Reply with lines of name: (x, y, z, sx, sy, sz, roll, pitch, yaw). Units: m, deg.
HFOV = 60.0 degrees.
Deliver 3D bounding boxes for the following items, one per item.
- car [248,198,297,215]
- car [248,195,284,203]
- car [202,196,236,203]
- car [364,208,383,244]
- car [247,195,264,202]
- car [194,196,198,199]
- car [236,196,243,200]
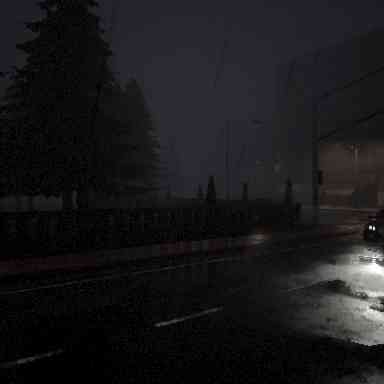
car: (8.113, 1.422, 33.953, 1.882, 1.535, 5.008, 0, 0, -32)
car: (7.003, 1.297, 29.264, 2.097, 1.767, 4.553, 0, 0, -32)
car: (3.216, 1.492, 43.083, 2.033, 1.411, 5.357, 0, 0, -20)
car: (9.325, 1.491, 15.155, 2.128, 1.511, 4.902, 1, 1, 38)
car: (14.868, 1.469, 77.593, 1.812, 1.442, 4.674, 0, 0, 40)
car: (1.386, 1.437, 63.495, 2.128, 1.511, 4.902, 0, 0, 9)
car: (10.077, 1.492, 68.480, 2.033, 1.411, 5.357, 0, 0, 20)
